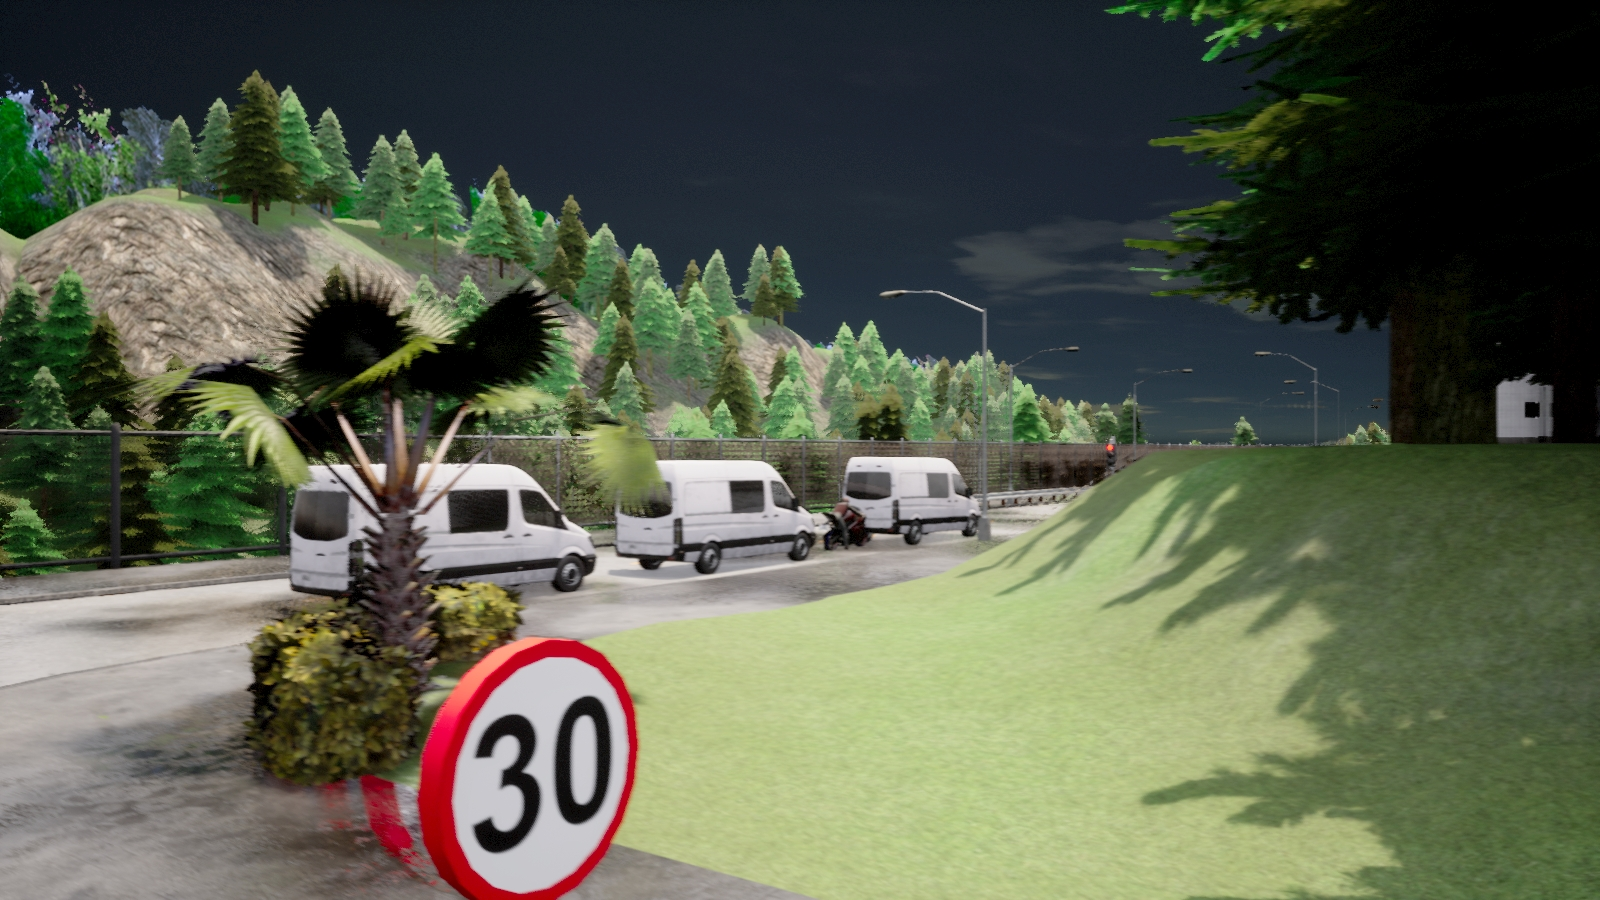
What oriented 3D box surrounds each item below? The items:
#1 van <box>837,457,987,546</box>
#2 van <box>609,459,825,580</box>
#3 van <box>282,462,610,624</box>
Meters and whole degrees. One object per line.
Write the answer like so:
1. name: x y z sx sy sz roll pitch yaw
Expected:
1. van: 3.630 1.516 35.687 1.988 2.561 5.915 0 -1 35
2. van: -1.829 1.529 27.740 1.988 2.561 5.915 0 0 34
3. van: -6.393 1.529 21.477 1.988 2.561 5.915 0 0 35
